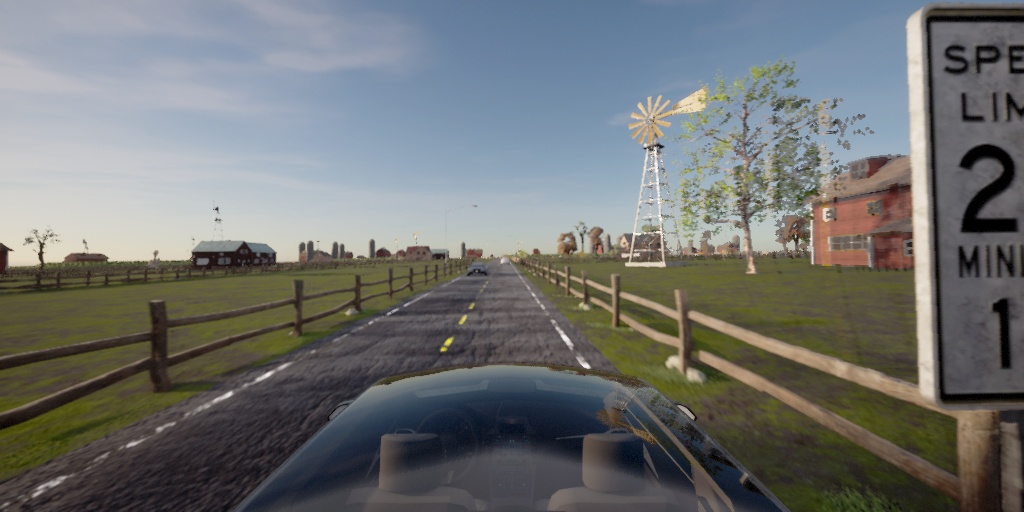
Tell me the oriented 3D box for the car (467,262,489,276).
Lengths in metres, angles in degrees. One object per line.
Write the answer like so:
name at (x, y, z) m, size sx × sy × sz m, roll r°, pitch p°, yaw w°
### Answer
car at (-3.428, 1.270, 36.696) m, size 1.994 × 1.385 × 4.181 m, roll -1°, pitch 0°, yaw -1°
